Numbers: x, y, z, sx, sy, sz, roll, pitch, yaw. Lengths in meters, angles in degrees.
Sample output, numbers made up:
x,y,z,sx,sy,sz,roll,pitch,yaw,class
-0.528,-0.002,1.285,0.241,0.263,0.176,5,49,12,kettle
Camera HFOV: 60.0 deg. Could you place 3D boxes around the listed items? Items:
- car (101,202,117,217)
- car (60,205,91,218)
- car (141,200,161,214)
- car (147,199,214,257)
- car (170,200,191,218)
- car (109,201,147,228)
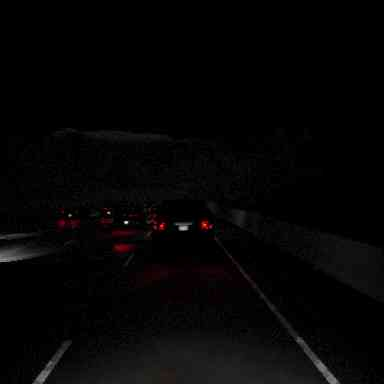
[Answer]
x,y,z,sx,sy,sz,roll,pitch,yaw,class
-8.265,1.802,35.026,1.837,1.490,4.892,-1,0,-2,car
-11.721,1.938,33.910,1.895,1.301,4.718,-1,0,-2,car
-5.015,1.784,41.249,2.128,1.511,4.902,-1,0,-2,car
-0.386,1.280,13.436,2.150,2.045,5.566,-1,0,-2,car
-1.180,1.668,33.066,1.882,1.535,5.008,-1,0,-2,car
-4.297,1.680,23.598,1.837,1.490,4.892,-1,0,-2,car
